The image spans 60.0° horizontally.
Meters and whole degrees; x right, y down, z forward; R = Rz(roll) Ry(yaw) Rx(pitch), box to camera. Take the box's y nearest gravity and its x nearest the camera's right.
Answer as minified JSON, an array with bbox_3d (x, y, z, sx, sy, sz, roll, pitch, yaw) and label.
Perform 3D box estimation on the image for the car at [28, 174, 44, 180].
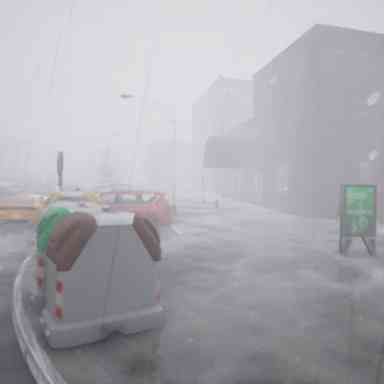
[{"bbox_3d":[-24.279,-1.373,47.720,4.553,1.767,2.185,1,3,-14],"label":"car"}]

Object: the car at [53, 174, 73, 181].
[{"bbox_3d":[-34.278,-3.842,88.338,4.792,1.488,2.163,1,3,-14],"label":"car"}]

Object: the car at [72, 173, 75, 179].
[{"bbox_3d":[-33.763,-3.702,85.592,5.366,1.575,1.946,1,3,-14],"label":"car"}]

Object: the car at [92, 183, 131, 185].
[{"bbox_3d":[-7.186,0.302,30.008,4.892,1.521,2.231,1,3,-14],"label":"car"}]

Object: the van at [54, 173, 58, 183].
[{"bbox_3d":[-27.691,-2.349,61.230,4.442,1.987,1.878,1,3,-14],"label":"van"}]

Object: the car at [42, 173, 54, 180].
[{"bbox_3d":[-25.604,-1.848,53.127,5.566,2.045,2.435,1,3,-14],"label":"car"}]

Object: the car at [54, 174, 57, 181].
[{"bbox_3d":[-26.946,-1.918,58.556,4.792,1.488,2.163,1,3,-14],"label":"car"}]

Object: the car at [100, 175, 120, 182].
[{"bbox_3d":[-22.498,-3.675,91.404,5.366,1.575,1.946,1,3,-14],"label":"car"}]

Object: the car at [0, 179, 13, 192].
[{"bbox_3d":[-20.247,-0.198,31.491,5.008,1.535,2.097,1,3,-14],"label":"car"}]

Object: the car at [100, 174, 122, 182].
[{"bbox_3d":[-21.646,-3.752,88.858,5.566,2.045,2.435,1,3,-14],"label":"car"}]

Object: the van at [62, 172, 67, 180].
[{"bbox_3d":[-30.130,-3.045,72.115,4.442,1.987,1.878,1,3,-14],"label":"van"}]

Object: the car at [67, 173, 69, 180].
[{"bbox_3d":[-30.923,-2.995,74.806,4.892,1.521,2.231,1,3,-14],"label":"car"}]

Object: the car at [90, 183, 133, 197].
[{"bbox_3d":[-9.269,-0.203,38.429,4.674,1.452,2.002,1,3,-14],"label":"car"}]

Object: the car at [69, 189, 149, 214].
[{"bbox_3d":[-5.939,0.671,24.144,5.366,1.575,1.946,1,3,-14],"label":"car"}]

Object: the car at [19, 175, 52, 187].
[{"bbox_3d":[-26.218,-1.897,55.857,4.553,1.767,2.185,1,3,-14],"label":"car"}]

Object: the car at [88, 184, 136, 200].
[{"bbox_3d":[-8.536,-0.029,35.588,4.792,1.488,2.163,1,3,-14],"label":"car"}]

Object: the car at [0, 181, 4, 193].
[{"bbox_3d":[-19.593,-0.022,28.782,4.892,1.521,2.231,1,3,-14],"label":"car"}]

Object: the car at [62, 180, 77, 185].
[{"bbox_3d":[-14.077,-0.333,38.814,1.994,1.385,4.181,1,3,-14],"label":"car"}]

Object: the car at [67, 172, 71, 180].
[{"bbox_3d":[-31.578,-3.170,77.517,4.892,1.521,2.231,1,3,-14],"label":"car"}]

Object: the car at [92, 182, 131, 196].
[{"bbox_3d":[-9.999,-0.395,41.397,4.674,1.452,2.002,1,3,-14],"label":"car"}]

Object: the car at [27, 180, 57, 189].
[{"bbox_3d":[-17.294,-0.384,38.554,1.895,1.301,4.718,1,3,-14],"label":"car"}]

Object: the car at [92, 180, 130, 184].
[{"bbox_3d":[-7.828,0.000,32.732,4.553,1.767,2.185,1,3,-14],"label":"car"}]

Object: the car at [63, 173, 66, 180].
[{"bbox_3d":[-29.549,-2.639,69.273,5.008,1.535,2.097,1,3,-14],"label":"car"}]

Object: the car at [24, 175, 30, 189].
[{"bbox_3d":[-22.249,-0.840,39.477,4.553,1.767,2.185,1,3,-14],"label":"car"}]

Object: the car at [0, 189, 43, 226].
[{"bbox_3d":[-9.048,0.878,18.445,1.882,1.535,5.008,1,3,-14],"label":"car"}]

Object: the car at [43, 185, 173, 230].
[{"bbox_3d":[-3.698,0.897,15.720,5.566,2.045,2.435,1,3,-14],"label":"car"}]

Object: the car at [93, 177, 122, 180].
[{"bbox_3d":[-10.723,-0.744,44.229,4.553,1.767,2.185,1,3,-14],"label":"car"}]

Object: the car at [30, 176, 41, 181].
[{"bbox_3d":[-23.557,-1.042,45.034,4.792,1.488,2.163,1,3,-14],"label":"car"}]

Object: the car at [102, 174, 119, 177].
[{"bbox_3d":[-11.332,-1.045,46.962,5.566,2.045,2.435,1,3,-14],"label":"car"}]

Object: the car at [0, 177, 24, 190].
[{"bbox_3d":[-20.884,-0.623,34.190,5.566,2.045,2.435,1,3,-14],"label":"car"}]

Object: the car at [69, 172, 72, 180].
[{"bbox_3d":[-32.215,-3.471,80.221,4.553,1.767,2.185,1,3,-14],"label":"car"}]

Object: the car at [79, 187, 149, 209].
[{"bbox_3d":[-6.281,0.493,27.082,5.366,1.575,1.946,1,3,-14],"label":"car"}]

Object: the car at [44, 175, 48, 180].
[{"bbox_3d":[-24.948,-1.393,50.436,4.792,1.488,2.163,1,3,-14],"label":"car"}]
